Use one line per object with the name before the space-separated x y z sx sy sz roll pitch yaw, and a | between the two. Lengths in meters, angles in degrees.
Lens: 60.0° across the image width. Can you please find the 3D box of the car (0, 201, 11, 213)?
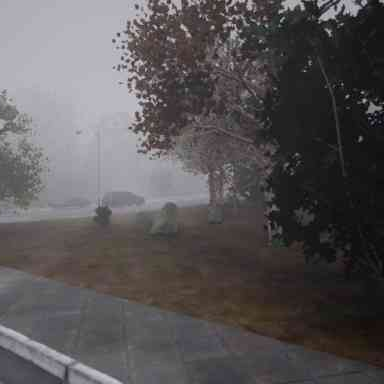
car | -22.141 1.540 35.548 1.837 1.490 4.892 0 1 39

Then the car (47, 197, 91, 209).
car | -15.903 1.363 43.290 2.033 1.411 5.357 0 2 39

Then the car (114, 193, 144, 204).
car | -9.619 0.991 51.069 1.994 1.385 4.181 0 3 39

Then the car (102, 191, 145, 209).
car | -8.405 0.918 41.133 2.150 2.045 5.566 0 2 38
